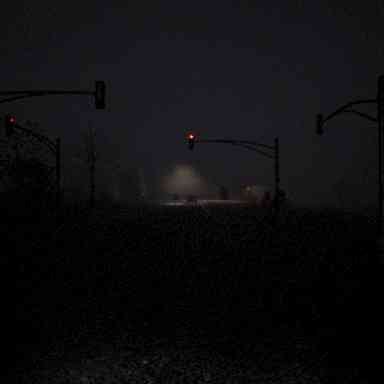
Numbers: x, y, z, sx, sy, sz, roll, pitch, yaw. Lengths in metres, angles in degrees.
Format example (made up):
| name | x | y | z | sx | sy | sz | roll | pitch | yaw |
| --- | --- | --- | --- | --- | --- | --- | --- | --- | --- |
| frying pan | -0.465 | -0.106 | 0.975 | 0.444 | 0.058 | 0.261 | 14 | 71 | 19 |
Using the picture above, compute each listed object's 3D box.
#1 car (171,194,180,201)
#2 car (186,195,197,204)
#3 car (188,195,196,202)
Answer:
| name | x | y | z | sx | sy | sz | roll | pitch | yaw |
| --- | --- | --- | --- | --- | --- | --- | --- | --- | --- |
| car | -3.569 | 1.195 | 72.230 | 1.837 | 1.490 | 4.892 | 0 | 0 | 0 |
| car | -0.064 | 1.424 | 68.028 | 2.097 | 1.767 | 4.553 | 0 | 0 | 0 |
| car | -0.074 | 1.426 | 78.064 | 1.837 | 1.490 | 4.892 | 0 | 0 | 0 |
